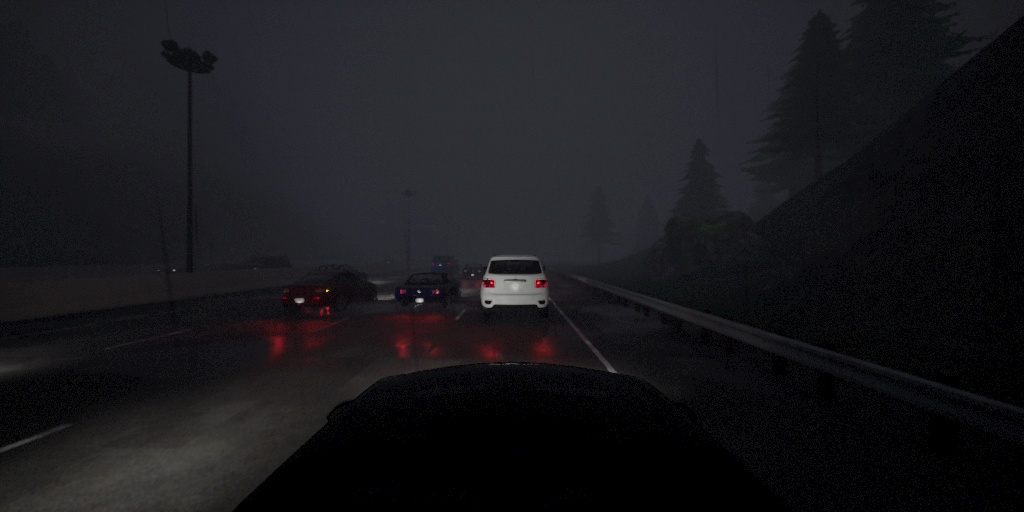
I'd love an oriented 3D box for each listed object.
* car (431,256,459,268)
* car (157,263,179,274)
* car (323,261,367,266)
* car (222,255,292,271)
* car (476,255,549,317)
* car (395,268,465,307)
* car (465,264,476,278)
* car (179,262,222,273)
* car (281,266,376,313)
[{"bbox_3d":[-6.918,0.972,37.295,2.150,2.045,5.566,0,0,0],"label":"car"},{"bbox_3d":[-31.606,1.283,34.787,1.812,1.442,4.674,0,0,0],"label":"car"},{"bbox_3d":[-10.410,1.244,21.668,2.128,1.511,4.902,0,0,0],"label":"car"},{"bbox_3d":[-21.111,0.974,30.445,2.150,2.045,5.566,0,0,0],"label":"car"},{"bbox_3d":[0.094,0.971,13.251,2.150,2.045,5.566,0,0,0],"label":"car"},{"bbox_3d":[-3.406,1.351,15.477,1.895,1.301,4.718,0,0,0],"label":"car"},{"bbox_3d":[-3.416,1.351,33.372,1.895,1.301,4.718,0,0,0],"label":"car"},{"bbox_3d":[-24.612,1.303,30.473,2.033,1.411,5.357,0,0,0],"label":"car"},{"bbox_3d":[-6.907,1.277,13.967,1.812,1.442,4.674,0,0,0],"label":"car"}]
